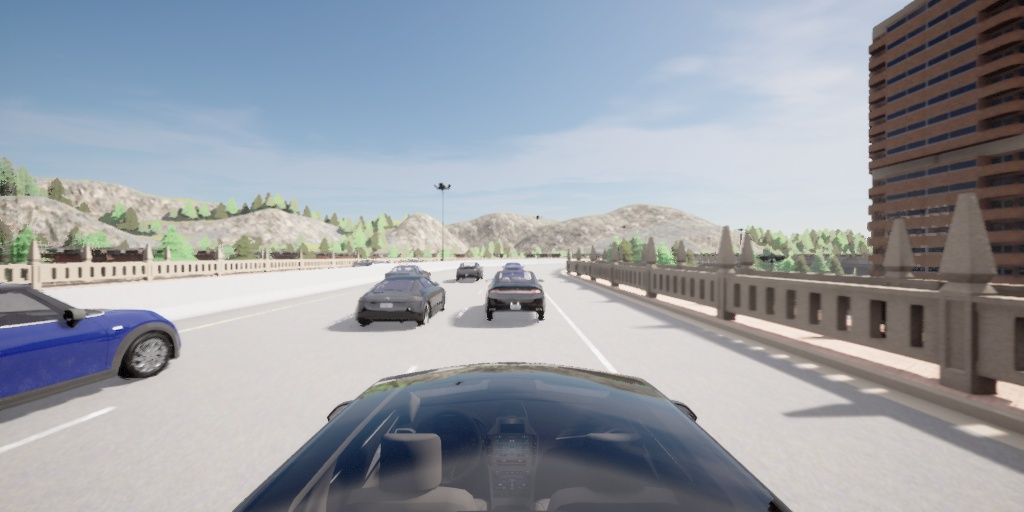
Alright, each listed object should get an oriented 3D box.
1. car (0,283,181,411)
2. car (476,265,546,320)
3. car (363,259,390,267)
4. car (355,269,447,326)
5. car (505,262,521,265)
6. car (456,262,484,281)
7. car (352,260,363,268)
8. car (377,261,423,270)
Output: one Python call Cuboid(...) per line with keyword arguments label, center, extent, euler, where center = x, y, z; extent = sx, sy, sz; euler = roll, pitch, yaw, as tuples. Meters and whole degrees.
Cuboid(label="car", center=(-6.899, 1.101, 4.425), extent=(2.097, 1.767, 4.553), euler=(0, 0, 0))
Cuboid(label="car", center=(0.103, 1.236, 12.616), extent=(2.128, 1.511, 4.902), euler=(0, 0, 0))
Cuboid(label="car", center=(-16.669, 1.253, 45.878), extent=(1.812, 1.442, 4.674), euler=(0, 0, 7))
Cuboid(label="car", center=(-3.397, 1.309, 11.719), extent=(1.994, 1.385, 4.181), euler=(0, 0, 0))
Cuboid(label="car", center=(0.108, 1.260, 30.578), extent=(1.812, 1.442, 4.674), euler=(0, 0, 0))
Cuboid(label="car", center=(-3.387, 1.227, 29.407), extent=(2.128, 1.511, 4.902), euler=(0, 0, 0))
Cuboid(label="car", center=(-19.809, 1.219, 48.854), extent=(2.128, 1.511, 4.902), euler=(0, 0, 9))
Cuboid(label="car", center=(-6.896, 1.286, 23.931), extent=(2.033, 1.411, 5.357), euler=(0, 0, 0))
